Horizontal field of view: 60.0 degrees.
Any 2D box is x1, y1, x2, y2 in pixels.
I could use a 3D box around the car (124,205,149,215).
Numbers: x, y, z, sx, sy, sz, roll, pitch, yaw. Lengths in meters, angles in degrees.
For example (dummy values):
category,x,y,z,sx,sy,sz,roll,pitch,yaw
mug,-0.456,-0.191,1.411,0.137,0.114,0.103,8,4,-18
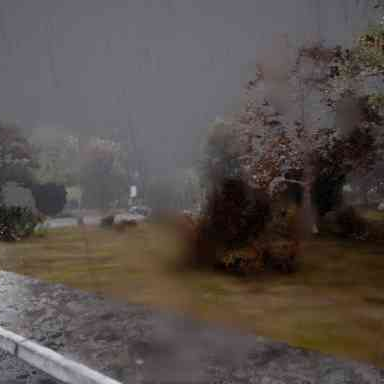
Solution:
category,x,y,z,sx,sy,sz,roll,pitch,yaw
car,-8.999,2.978,54.174,1.837,1.490,4.892,-4,-3,32
